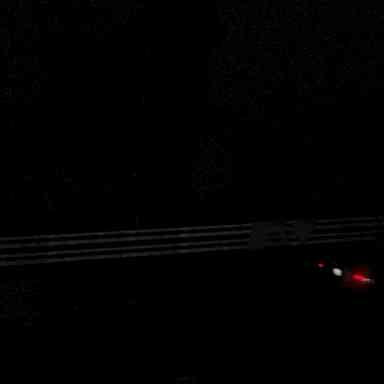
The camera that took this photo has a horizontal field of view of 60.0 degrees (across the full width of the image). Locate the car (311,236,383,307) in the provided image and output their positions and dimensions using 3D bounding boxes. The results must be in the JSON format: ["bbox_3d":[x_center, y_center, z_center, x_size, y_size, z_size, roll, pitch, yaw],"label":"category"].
[{"bbox_3d":[5.289,1.526,6.985,5.357,1.411,2.033,-2,-1,-11],"label":"car"}]
